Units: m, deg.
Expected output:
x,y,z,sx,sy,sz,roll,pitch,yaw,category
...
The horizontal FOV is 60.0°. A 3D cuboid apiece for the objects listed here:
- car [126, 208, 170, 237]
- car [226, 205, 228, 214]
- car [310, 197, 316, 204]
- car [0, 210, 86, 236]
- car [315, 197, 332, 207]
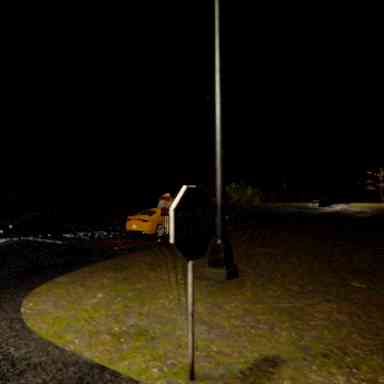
x,y,z,sx,sy,sz,roll,pitch,yaw,category
-1.729,1.718,19.919,1.882,1.535,5.008,-1,-1,34,car
2.613,1.925,38.990,1.812,1.442,4.674,-1,0,34,car
29.569,2.037,79.216,1.812,1.442,4.674,-1,-1,34,car
-9.354,1.856,21.137,2.033,1.411,5.357,-1,-1,34,car
23.615,1.876,58.758,1.882,1.535,5.008,0,0,29,car
